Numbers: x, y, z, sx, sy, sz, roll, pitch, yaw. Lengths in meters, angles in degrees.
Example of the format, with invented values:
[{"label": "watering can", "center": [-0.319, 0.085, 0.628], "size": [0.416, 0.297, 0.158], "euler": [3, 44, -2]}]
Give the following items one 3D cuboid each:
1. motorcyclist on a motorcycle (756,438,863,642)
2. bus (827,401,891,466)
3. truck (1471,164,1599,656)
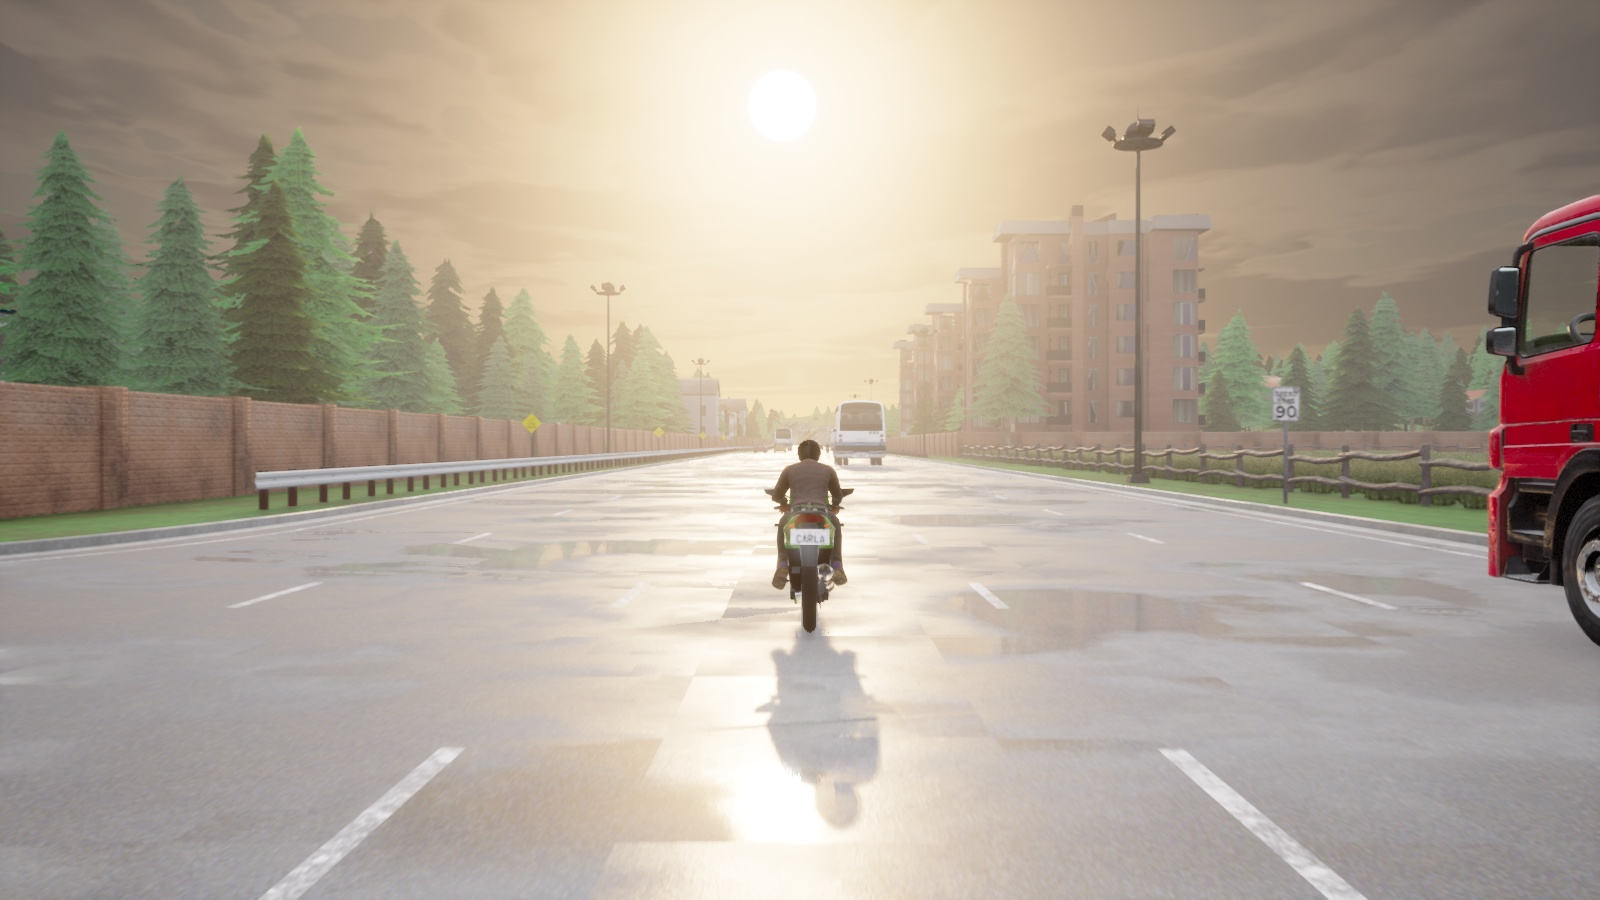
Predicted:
[{"label": "motorcyclist on a motorcycle", "center": [0.075, 0.670, 10.415], "size": [0.797, 1.523, 2.044], "euler": [0, 0, 0]}, {"label": "bus", "center": [3.960, -1.120, 87.000], "size": [3.944, 4.253, 10.273], "euler": [0, 0, 0]}, {"label": "truck", "center": [7.053, -0.267, 6.547], "size": [2.891, 3.462, 7.936], "euler": [0, 0, 0]}]
